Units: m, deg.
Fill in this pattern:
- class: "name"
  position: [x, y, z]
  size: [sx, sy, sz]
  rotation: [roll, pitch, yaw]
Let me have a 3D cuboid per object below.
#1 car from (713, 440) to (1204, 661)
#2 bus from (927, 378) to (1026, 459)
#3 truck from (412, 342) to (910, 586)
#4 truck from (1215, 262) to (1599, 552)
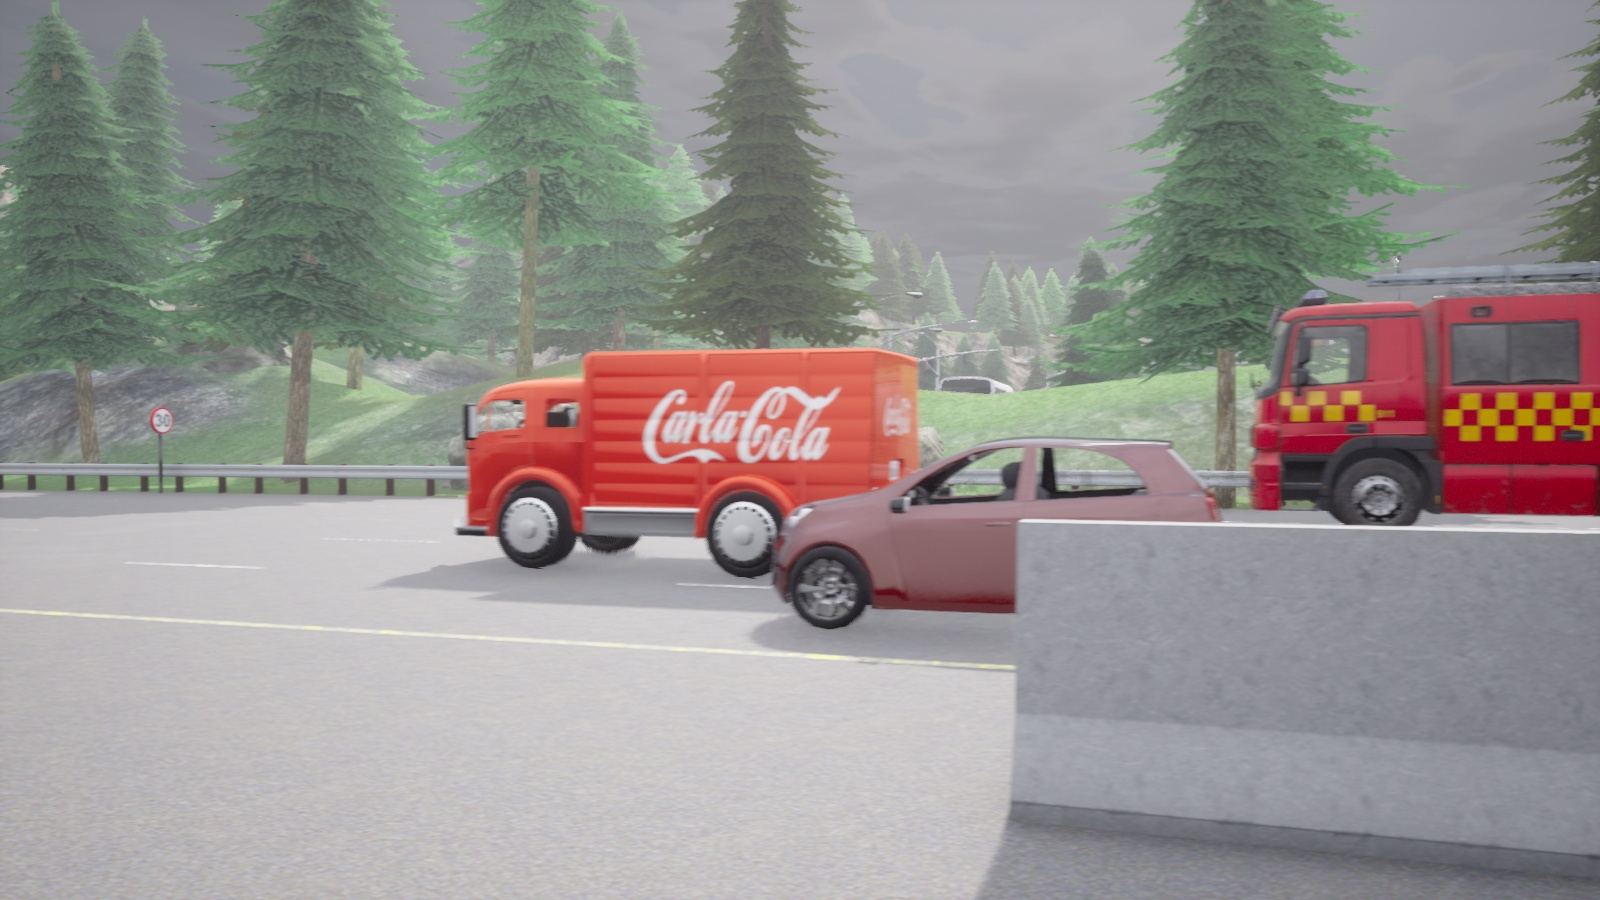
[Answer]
- class: "car"
  position: [1.334, 0.682, 10.130]
  size: [3.633, 1.501, 1.845]
  rotation: [0, 1, 19]
- class: "bus"
  position: [10.184, -1.672, 71.192]
  size: [3.944, 4.253, 10.273]
  rotation: [1, 0, 17]
- class: "truck"
  position: [-1.557, 0.098, 14.789]
  size: [5.204, 2.467, 2.627]
  rotation: [1, 1, 19]
- class: "truck"
  position: [10.468, -0.589, 18.116]
  size: [8.468, 3.827, 2.891]
  rotation: [1, 1, 19]
